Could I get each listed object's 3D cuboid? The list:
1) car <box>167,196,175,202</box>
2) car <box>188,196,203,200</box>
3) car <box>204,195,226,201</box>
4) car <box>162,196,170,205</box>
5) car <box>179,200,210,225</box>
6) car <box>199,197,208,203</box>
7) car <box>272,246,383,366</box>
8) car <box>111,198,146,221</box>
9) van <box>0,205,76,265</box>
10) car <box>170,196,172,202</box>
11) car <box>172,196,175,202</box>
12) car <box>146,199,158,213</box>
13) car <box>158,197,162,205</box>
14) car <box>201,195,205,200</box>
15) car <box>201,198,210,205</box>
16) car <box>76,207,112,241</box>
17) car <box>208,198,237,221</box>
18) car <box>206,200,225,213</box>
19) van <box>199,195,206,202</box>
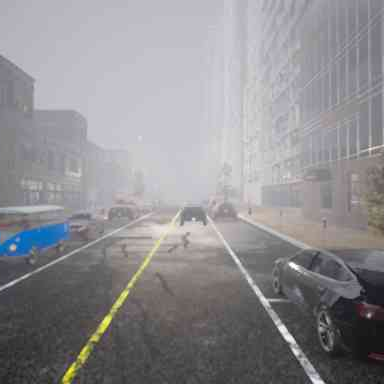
[{"bbox_3d":[-5.664,1.798,90.551,1.967,1.590,4.097,1,0,0],"label":"car"},{"bbox_3d":[0.106,1.668,45.697,2.128,1.511,4.902,0,0,0],"label":"car"},{"bbox_3d":[2.710,1.446,34.055,2.192,1.841,5.009,1,0,0],"label":"car"},{"bbox_3d":[-5.668,1.684,62.331,1.967,1.590,4.097,1,0,0],"label":"car"},{"bbox_3d":[0.104,1.599,24.785,1.837,1.490,4.892,0,-1,0],"label":"car"},{"bbox_3d":[2.696,1.862,79.206,2.008,1.369,4.403,1,0,0],"label":"car"},{"bbox_3d":[2.702,1.589,5.834,1.947,1.339,4.313,1,0,0],"label":"car"},{"bbox_3d":[-5.670,1.425,28.468,2.192,1.841,5.009,1,0,0],"label":"car"},{"bbox_3d":[-5.673,1.386,11.536,1.690,1.788,3.998,1,0,0],"label":"van"},{"bbox_3d":[-5.669,1.832,67.974,1.947,1.339,4.313,1,0,0],"label":"car"},{"bbox_3d":[-5.667,1.901,84.906,1.947,1.339,4.313,1,0,0],"label":"car"},{"bbox_3d":[-5.673,1.705,39.755,2.008,1.369,4.403,1,0,0],"label":"car"},{"bbox_3d":[-5.672,1.721,45.398,1.887,1.381,4.507,1,0,0],"label":"car"},{"bbox_3d":[2.710,1.809,62.274,1.947,1.339,4.313,1,0,0],"label":"car"},{"bbox_3d":[2.714,1.848,67.918,1.802,1.307,4.206,1,0,0],"label":"car"},{"bbox_3d":[-5.676,1.649,17.179,1.802,1.307,4.206,1,0,0],"label":"car"},{"bbox_3d":[2.707,1.550,28.411,1.967,1.590,4.097,1,0,0],"label":"car"},{"bbox_3d":[2.707,1.719,39.697,1.947,1.339,4.313,1,0,0],"label":"car"},{"bbox_3d":[2.687,1.675,84.851,1.690,1.788,3.998,1,0,0],"label":"van"}]
